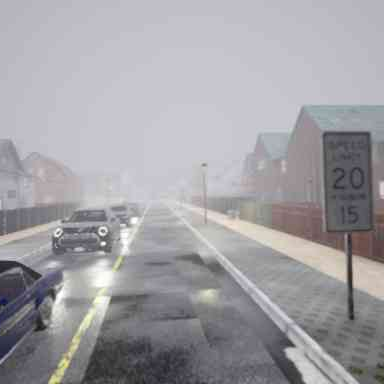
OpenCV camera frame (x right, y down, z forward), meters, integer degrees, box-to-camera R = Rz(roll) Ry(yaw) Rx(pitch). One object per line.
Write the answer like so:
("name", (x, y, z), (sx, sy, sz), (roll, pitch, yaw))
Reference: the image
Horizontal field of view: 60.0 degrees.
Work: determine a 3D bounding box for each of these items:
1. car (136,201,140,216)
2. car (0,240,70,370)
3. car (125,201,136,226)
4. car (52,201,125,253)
("car", (-6.449, 1.665, 34.783), (2.128, 1.511, 4.902), (-1, 0, -6))
("car", (-3.166, 1.673, 4.125), (1.895, 1.301, 4.718), (-1, 0, -6))
("car", (-5.330, 1.633, 24.073), (1.837, 1.490, 4.892), (-1, 0, -6))
("car", (-4.239, 1.447, 13.968), (2.097, 1.767, 4.553), (-1, 0, -6))
